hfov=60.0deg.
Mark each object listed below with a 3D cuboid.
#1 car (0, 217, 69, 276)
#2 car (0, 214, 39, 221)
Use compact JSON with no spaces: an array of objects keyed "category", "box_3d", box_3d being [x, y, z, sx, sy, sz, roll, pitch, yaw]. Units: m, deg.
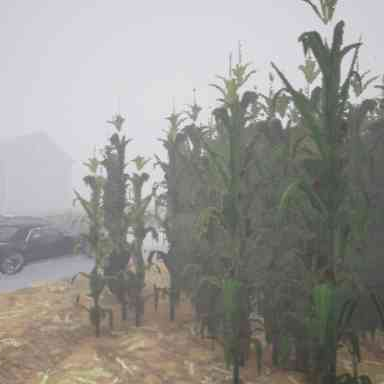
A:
[{"category":"car","box_3d":[-4.976,1.653,10.741,1.895,1.301,4.718,0,0,30]},{"category":"car","box_3d":[-7.091,1.593,12.586,1.812,1.442,4.674,0,0,35]}]
